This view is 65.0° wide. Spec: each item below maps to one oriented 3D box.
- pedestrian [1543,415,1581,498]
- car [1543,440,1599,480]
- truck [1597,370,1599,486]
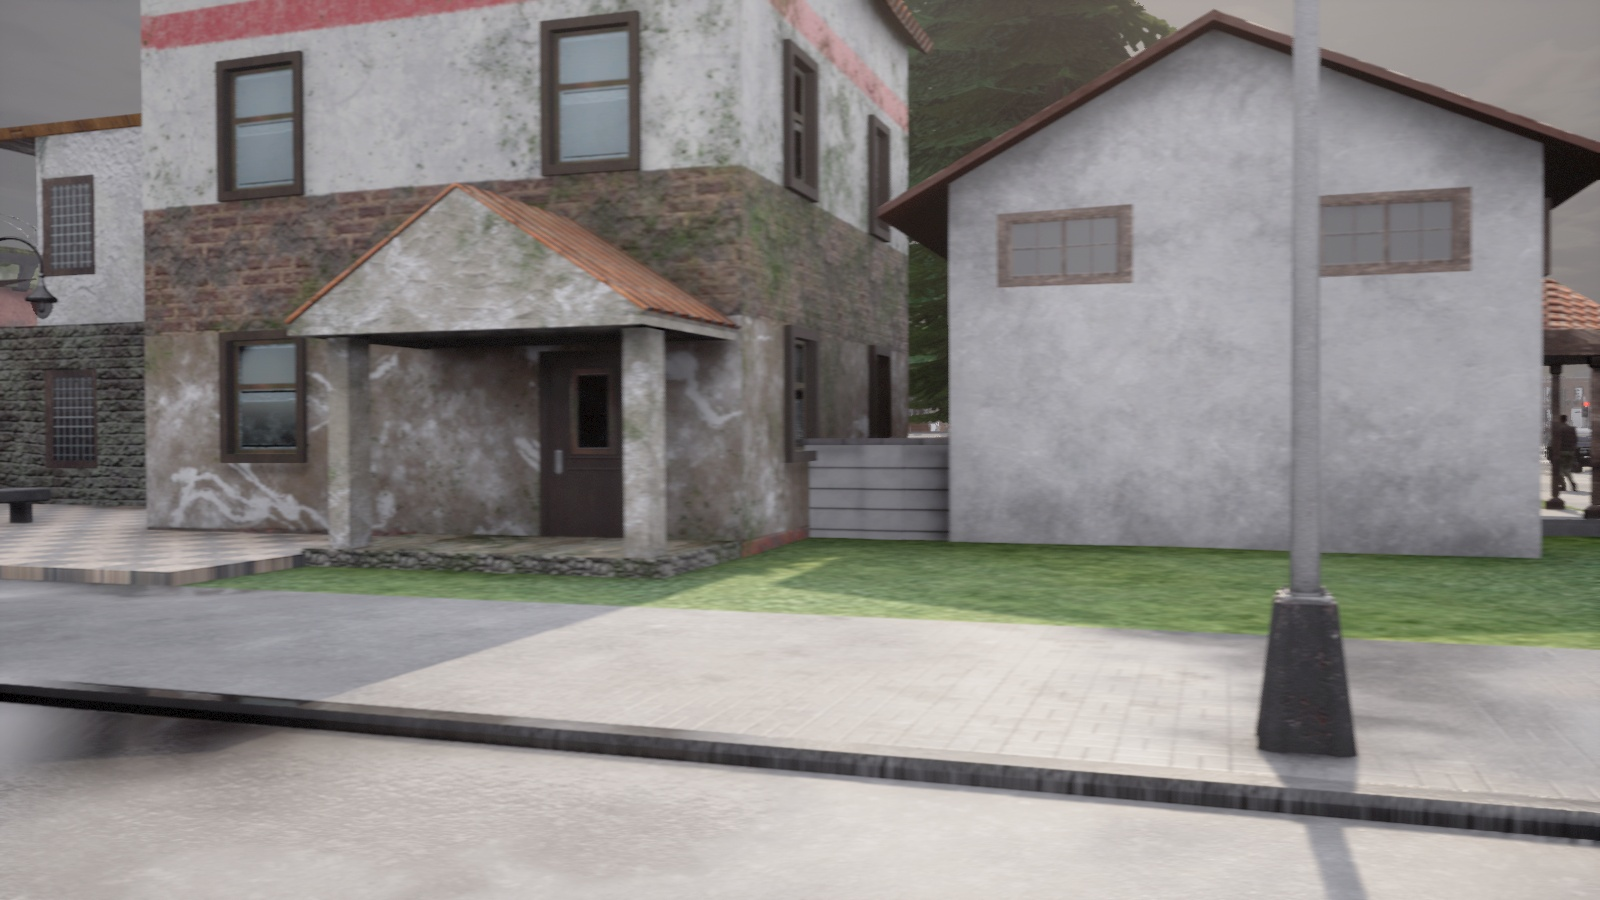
[{"bbox_3d":[17.299,0.141,28.515,0.431,1.840,0.703,0,1,1],"label":"pedestrian"},{"bbox_3d":[27.446,0.326,43.601,1.895,1.301,4.718,0,1,19],"label":"car"},{"bbox_3d":[24.042,-0.605,33.438,2.891,3.462,7.936,0,1,19],"label":"truck"}]
